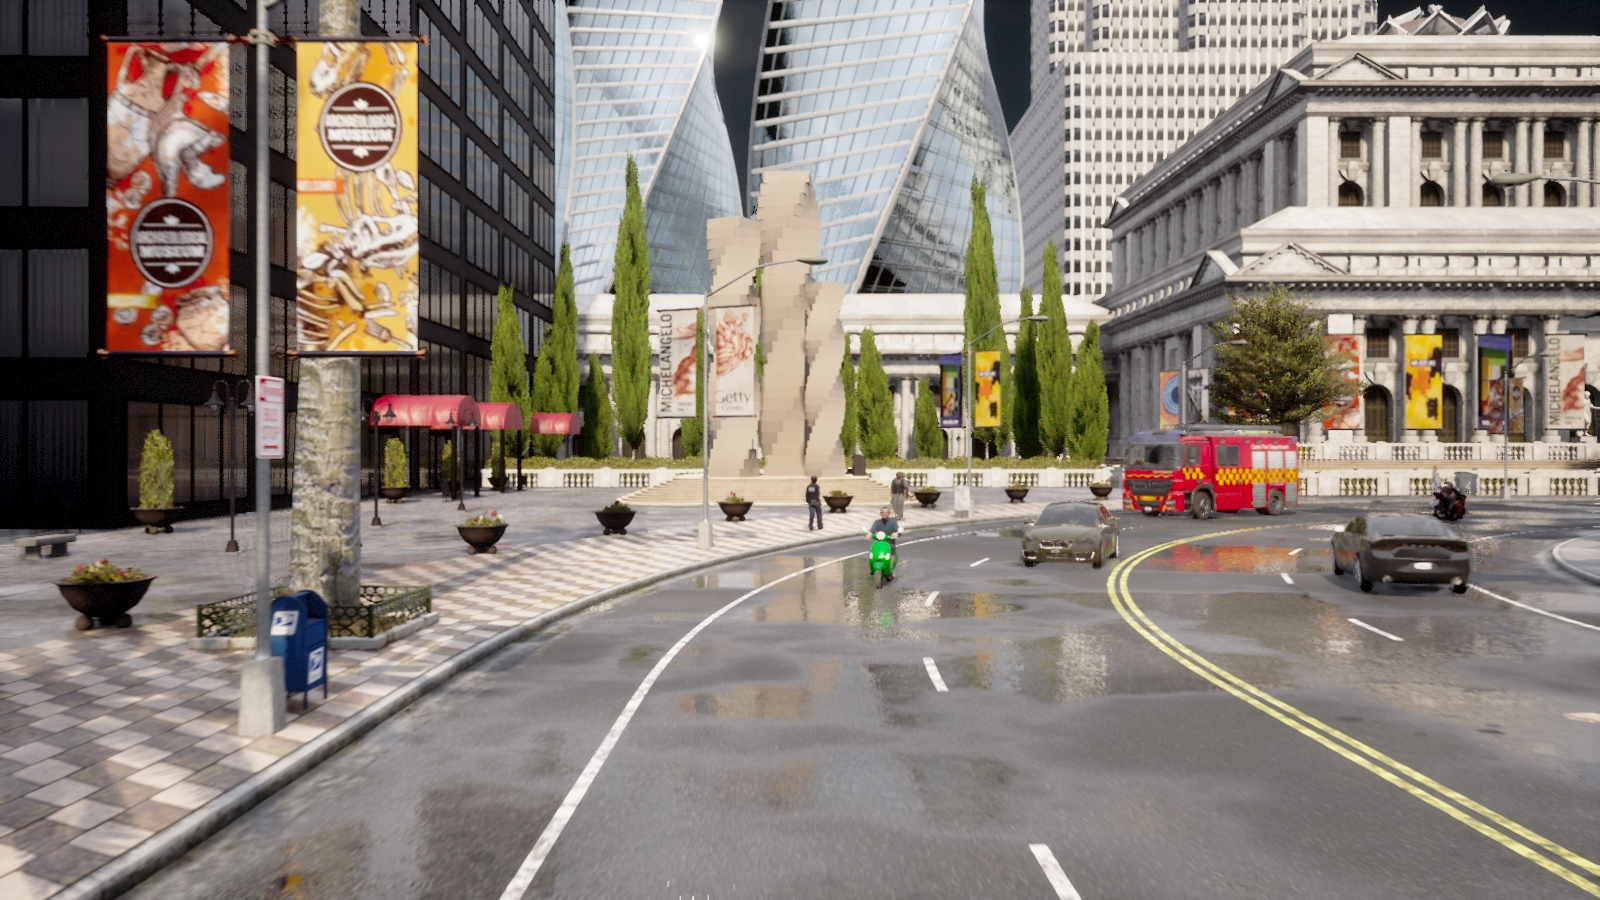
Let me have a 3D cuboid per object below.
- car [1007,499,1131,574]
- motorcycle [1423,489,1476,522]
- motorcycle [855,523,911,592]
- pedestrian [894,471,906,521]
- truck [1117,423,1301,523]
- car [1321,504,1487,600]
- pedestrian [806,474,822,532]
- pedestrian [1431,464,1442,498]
[{"bbox_3d":[6.786,2.061,28.405,2.231,1.480,4.892,0,0,23],"label":"car"},{"bbox_3d":[25.938,2.205,45.603,2.209,1.251,0.867,0,0,-31],"label":"motorcycle"},{"bbox_3d":[1.724,2.182,23.545,0.856,1.236,1.805,0,0,14],"label":"motorcycle"},{"bbox_3d":[3.707,1.697,42.289,0.375,1.860,0.375,0,0,21],"label":"pedestrian"},{"bbox_3d":[17.127,0.890,47.570,8.468,3.827,2.891,0,0,-35],"label":"truck"},{"bbox_3d":[12.455,2.034,23.945,2.097,1.535,5.006,0,0,16],"label":"car"},{"bbox_3d":[0.460,1.698,37.028,0.375,1.860,0.375,0,0,27],"label":"pedestrian"},{"bbox_3d":[34.781,1.696,62.415,0.375,1.860,0.375,0,0,-20],"label":"pedestrian"}]
